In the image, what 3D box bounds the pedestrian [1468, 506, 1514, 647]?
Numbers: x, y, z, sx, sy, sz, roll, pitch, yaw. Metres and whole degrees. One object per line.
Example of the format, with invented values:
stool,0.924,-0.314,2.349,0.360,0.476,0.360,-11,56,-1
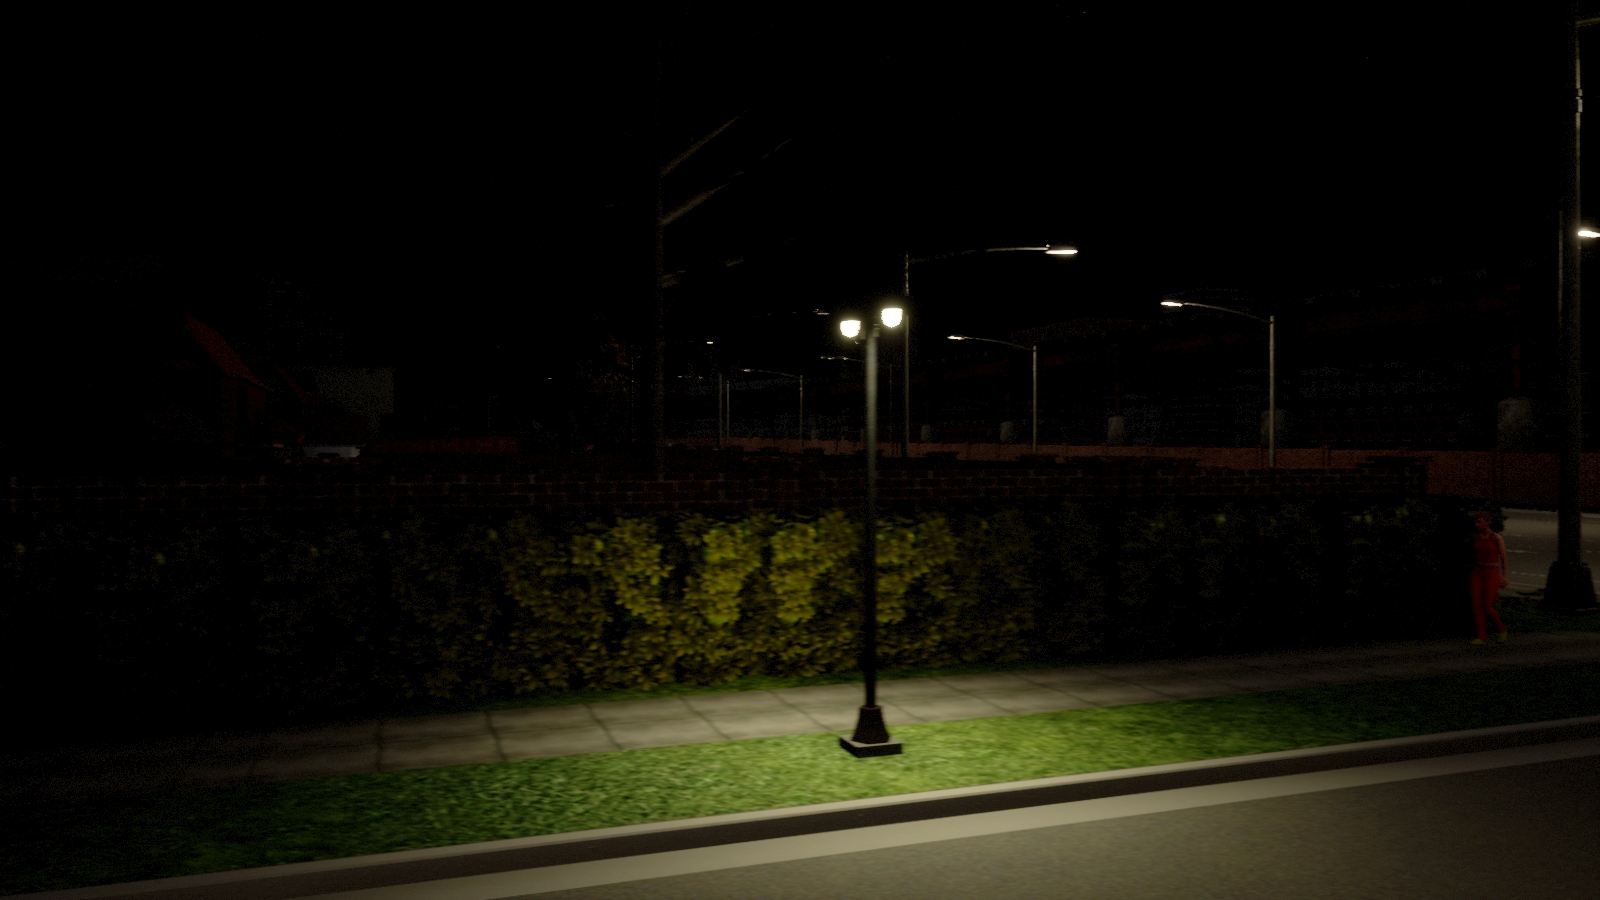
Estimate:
pedestrian,9.357,1.696,15.474,0.375,1.860,0.375,0,0,-20
